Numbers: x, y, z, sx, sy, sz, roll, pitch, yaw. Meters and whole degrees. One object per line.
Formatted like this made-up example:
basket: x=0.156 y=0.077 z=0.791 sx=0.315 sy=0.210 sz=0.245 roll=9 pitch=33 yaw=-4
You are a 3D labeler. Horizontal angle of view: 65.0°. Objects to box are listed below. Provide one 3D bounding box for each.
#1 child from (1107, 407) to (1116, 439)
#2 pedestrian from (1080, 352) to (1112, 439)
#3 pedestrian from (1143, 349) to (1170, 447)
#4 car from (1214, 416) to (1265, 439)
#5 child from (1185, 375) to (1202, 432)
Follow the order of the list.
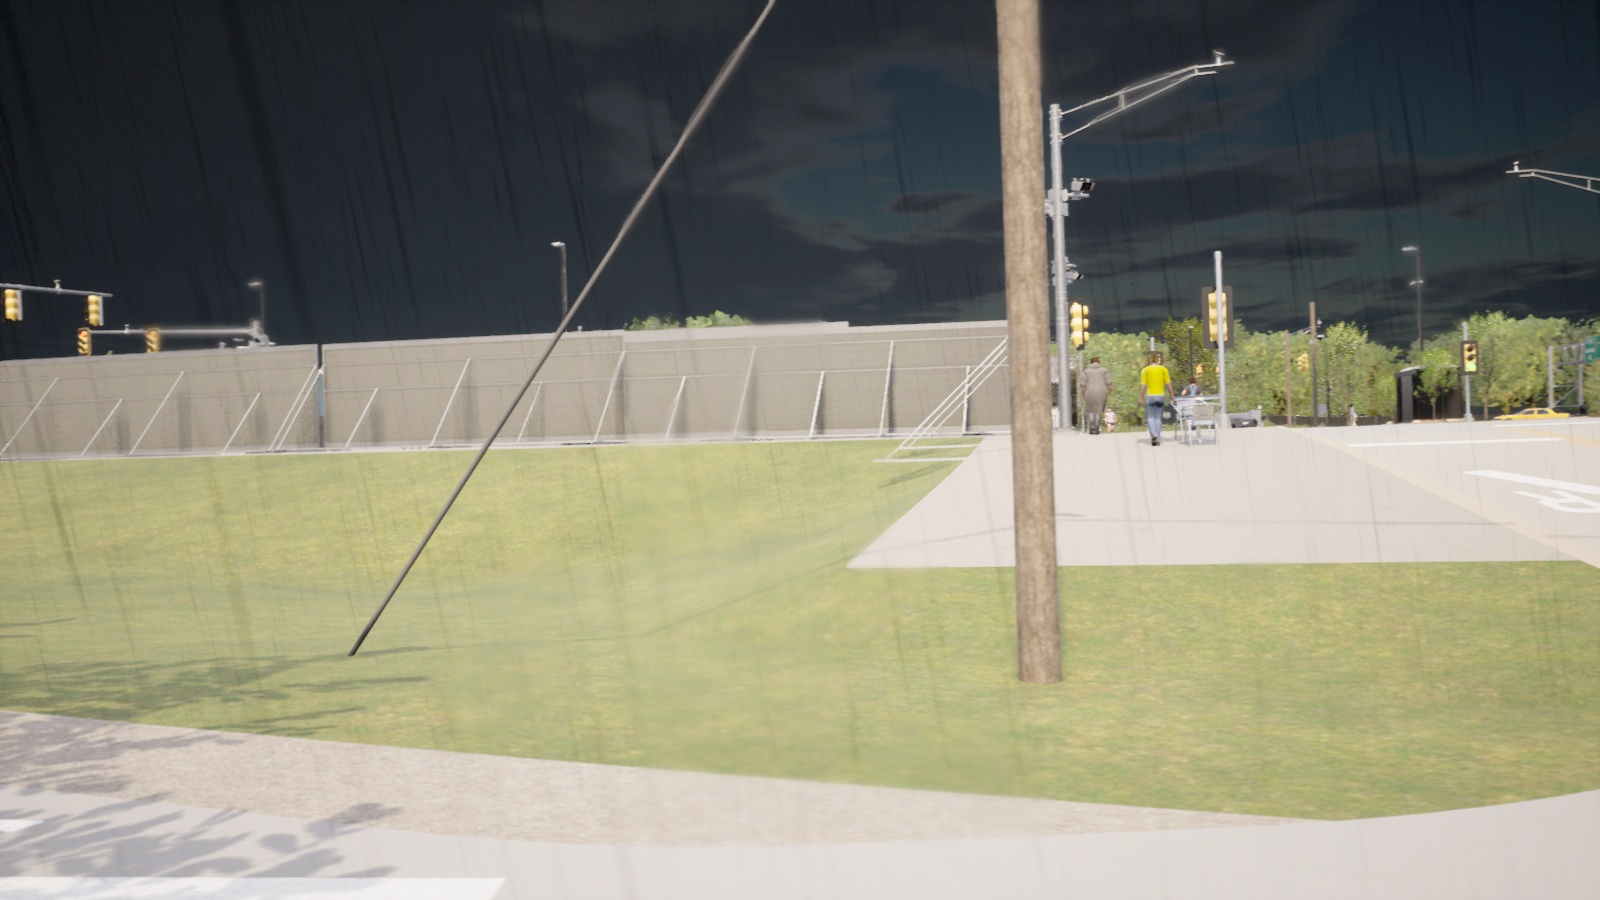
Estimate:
child: x=10.971 y=-0.951 z=44.233 sx=0.255 sy=1.110 sz=0.394 roll=-2 pitch=0 yaw=15
pedestrian: x=6.859 y=-1.248 z=29.096 sx=0.659 sy=1.952 sz=0.873 roll=-2 pitch=0 yaw=12
pedestrian: x=6.797 y=-0.981 z=23.967 sx=0.354 sy=1.836 sz=0.706 roll=-2 pitch=0 yaw=8
car: x=29.931 y=-1.549 z=85.752 sx=2.163 sy=1.488 sz=4.792 roll=-2 pitch=1 yaw=5
child: x=8.894 y=-1.043 z=28.357 sx=0.270 sy=1.263 sz=0.437 roll=-2 pitch=0 yaw=26
